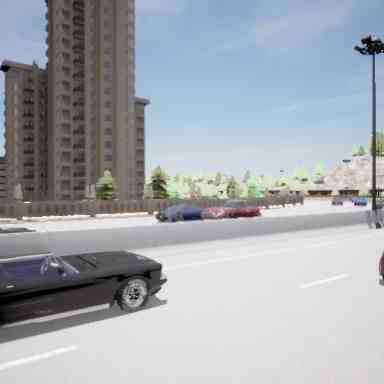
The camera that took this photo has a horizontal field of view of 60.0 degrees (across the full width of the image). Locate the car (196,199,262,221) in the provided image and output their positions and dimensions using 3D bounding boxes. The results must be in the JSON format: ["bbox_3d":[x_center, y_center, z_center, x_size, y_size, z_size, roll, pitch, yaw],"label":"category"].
[{"bbox_3d":[2.841,1.360,23.550,4.553,1.767,2.097,0,0,-39],"label":"car"}]

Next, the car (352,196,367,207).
[{"bbox_3d":[27.942,1.630,55.043,1.882,1.535,5.008,0,0,26],"label":"car"}]

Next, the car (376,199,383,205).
[{"bbox_3d":[23.466,1.583,40.488,1.837,1.490,4.892,0,-1,35],"label":"car"}]

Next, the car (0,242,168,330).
[{"bbox_3d":[-2.829,1.601,6.028,4.718,1.301,1.895,0,0,-35],"label":"car"}]

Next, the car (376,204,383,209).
[{"bbox_3d":[11.430,1.500,16.728,4.902,1.511,2.128,0,0,-40],"label":"car"}]

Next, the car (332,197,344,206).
[{"bbox_3d":[25.094,1.666,57.196,1.837,1.490,4.892,0,0,26],"label":"car"}]

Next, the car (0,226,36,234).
[{"bbox_3d":[-7.948,1.602,11.225,4.718,1.301,1.895,0,0,-36],"label":"car"}]

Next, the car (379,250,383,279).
[{"bbox_3d":[6.602,1.566,8.498,4.181,1.385,1.994,0,0,-36],"label":"car"}]

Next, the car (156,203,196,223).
[{"bbox_3d":[-0.640,1.571,25.250,4.181,1.385,1.994,0,0,-38],"label":"car"}]

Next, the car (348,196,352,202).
[{"bbox_3d":[39.048,1.739,79.948,1.812,1.442,4.674,0,0,10],"label":"car"}]
